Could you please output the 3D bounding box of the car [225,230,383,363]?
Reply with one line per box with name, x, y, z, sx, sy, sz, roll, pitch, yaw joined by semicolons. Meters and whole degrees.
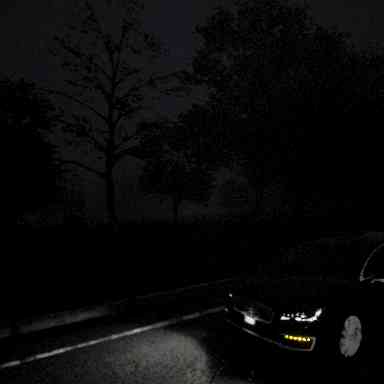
car;2.771;1.503;5.955;4.892;1.490;1.837;0;0;-35
